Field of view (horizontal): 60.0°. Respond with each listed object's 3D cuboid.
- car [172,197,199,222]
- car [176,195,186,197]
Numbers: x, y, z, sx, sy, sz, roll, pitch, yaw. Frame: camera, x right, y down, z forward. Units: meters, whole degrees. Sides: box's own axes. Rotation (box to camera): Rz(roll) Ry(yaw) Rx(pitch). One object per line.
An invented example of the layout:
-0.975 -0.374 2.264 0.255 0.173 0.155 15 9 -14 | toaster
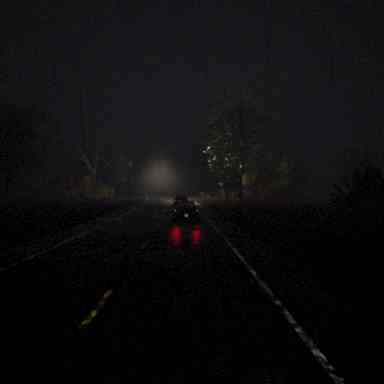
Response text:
-0.449 1.344 24.118 1.812 1.442 4.674 0 1 -2 | car
-1.384 1.180 41.396 1.837 1.490 4.892 0 1 -4 | car
